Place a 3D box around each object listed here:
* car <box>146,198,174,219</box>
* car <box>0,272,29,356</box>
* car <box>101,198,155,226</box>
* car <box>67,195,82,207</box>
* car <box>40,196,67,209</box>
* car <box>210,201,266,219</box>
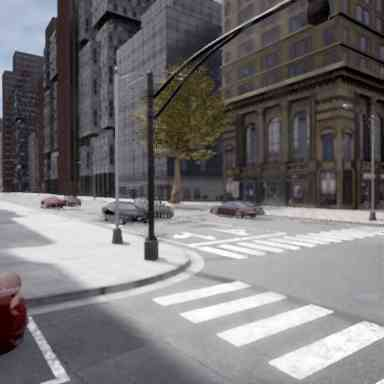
[{"bbox_3d":[-3.350,1.272,27.019,2.097,1.767,4.553,-1,1,-35],"label":"car"},{"bbox_3d":[-4.286,1.535,3.602,4.507,1.381,1.887,0,-1,-36],"label":"car"},{"bbox_3d":[-4.828,1.440,23.497,1.882,1.535,5.008,-1,1,-36],"label":"car"},{"bbox_3d":[-16.620,1.244,45.708,1.837,1.490,4.892,-1,0,-35],"label":"car"},{"bbox_3d":[-17.340,1.267,41.085,1.882,1.535,5.008,-1,1,-35],"label":"car"},{"bbox_3d":[3.772,1.441,28.405,2.033,1.411,5.357,-1,1,-35],"label":"car"}]
